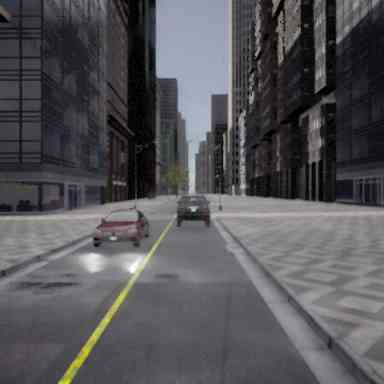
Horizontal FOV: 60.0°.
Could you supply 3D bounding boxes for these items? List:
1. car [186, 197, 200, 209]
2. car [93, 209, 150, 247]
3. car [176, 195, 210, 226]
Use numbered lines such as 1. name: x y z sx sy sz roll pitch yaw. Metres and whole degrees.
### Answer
1. car: 0.110 1.448 44.179 1.812 1.442 4.674 0 0 0
2. car: -2.997 1.503 14.987 1.812 1.442 4.674 0 0 0
3. car: 0.102 1.186 23.039 2.150 2.045 5.566 0 0 0
